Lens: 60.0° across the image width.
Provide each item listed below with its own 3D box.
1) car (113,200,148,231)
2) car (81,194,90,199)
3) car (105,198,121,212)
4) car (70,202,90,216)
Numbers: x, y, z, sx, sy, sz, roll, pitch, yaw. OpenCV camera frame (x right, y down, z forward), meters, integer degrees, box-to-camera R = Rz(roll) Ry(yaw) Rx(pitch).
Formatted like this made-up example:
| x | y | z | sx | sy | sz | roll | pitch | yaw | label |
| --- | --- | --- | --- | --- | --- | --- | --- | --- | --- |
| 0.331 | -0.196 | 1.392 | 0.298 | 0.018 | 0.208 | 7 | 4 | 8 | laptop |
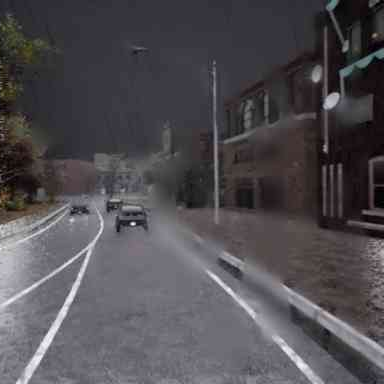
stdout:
| x | y | z | sx | sy | sz | roll | pitch | yaw | label |
| --- | --- | --- | --- | --- | --- | --- | --- | --- | --- |
| -3.816 | 1.495 | 20.694 | 1.837 | 1.490 | 4.892 | -1 | 0 | -13 | car |
| -23.393 | 1.138 | 72.963 | 1.812 | 1.442 | 4.674 | -1 | 1 | -17 | car |
| -9.006 | 1.469 | 38.750 | 1.882 | 1.535 | 5.008 | -1 | 0 | -17 | car |
| -11.425 | 1.667 | 34.087 | 1.895 | 1.301 | 4.718 | -1 | 0 | -17 | car |
